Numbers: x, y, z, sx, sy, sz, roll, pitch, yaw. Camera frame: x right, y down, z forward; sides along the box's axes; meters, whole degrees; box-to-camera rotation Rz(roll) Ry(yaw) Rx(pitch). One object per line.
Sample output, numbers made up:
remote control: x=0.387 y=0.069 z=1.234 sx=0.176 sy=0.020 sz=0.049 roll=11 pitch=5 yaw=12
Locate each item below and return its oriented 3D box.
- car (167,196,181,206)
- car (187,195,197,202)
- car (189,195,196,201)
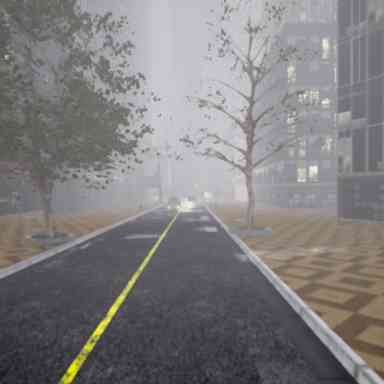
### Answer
car: x=-3.034 y=1.427 z=56.376 sx=2.097 sy=1.767 sz=4.553 roll=0 pitch=0 yaw=1
car: x=0.018 y=1.524 z=74.497 sx=1.837 sy=1.490 sz=4.892 roll=0 pitch=0 yaw=0
car: x=0.023 y=1.541 z=88.422 sx=1.812 sy=1.442 sz=4.674 roll=0 pitch=0 yaw=0
